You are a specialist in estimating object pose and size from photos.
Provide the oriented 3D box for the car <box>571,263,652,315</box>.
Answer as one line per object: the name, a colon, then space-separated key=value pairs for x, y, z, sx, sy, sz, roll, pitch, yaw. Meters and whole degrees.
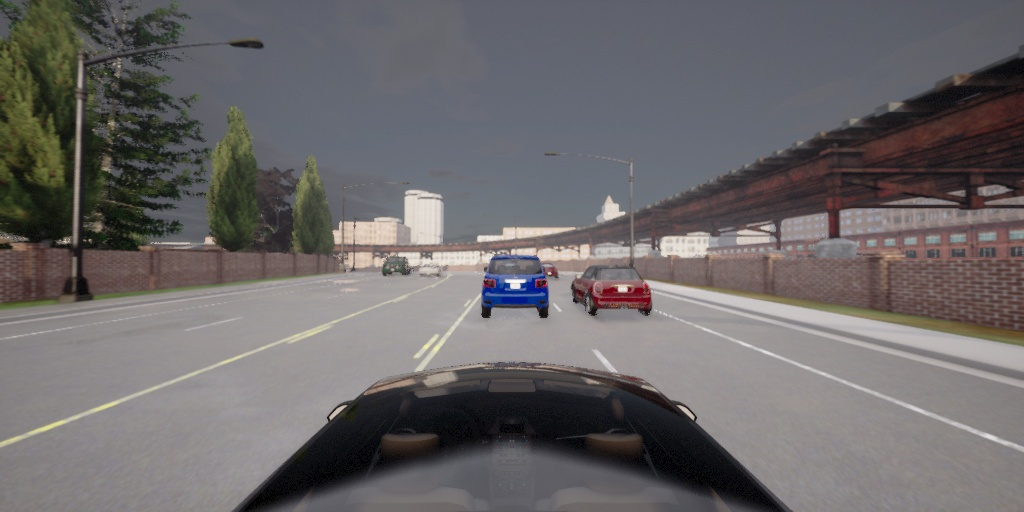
car: x=3.599 y=1.110 z=13.776 sx=2.097 sy=1.767 sz=4.553 roll=0 pitch=0 yaw=0

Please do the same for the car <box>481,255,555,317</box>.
car: x=0.100 y=0.979 z=13.273 sx=2.150 sy=2.045 sz=5.566 roll=0 pitch=0 yaw=0

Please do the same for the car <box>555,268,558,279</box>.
car: x=2.964 y=1.314 z=32.842 sx=1.812 sy=1.442 sz=4.674 roll=0 pitch=0 yaw=-5

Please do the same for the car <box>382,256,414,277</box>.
car: x=-11.786 y=1.023 z=36.874 sx=2.150 sy=2.045 sz=5.566 roll=0 pitch=-1 yaw=-9

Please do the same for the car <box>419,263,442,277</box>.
car: x=-8.092 y=1.393 z=35.782 sx=1.895 sy=1.301 sz=4.718 roll=0 pitch=-1 yaw=-8
